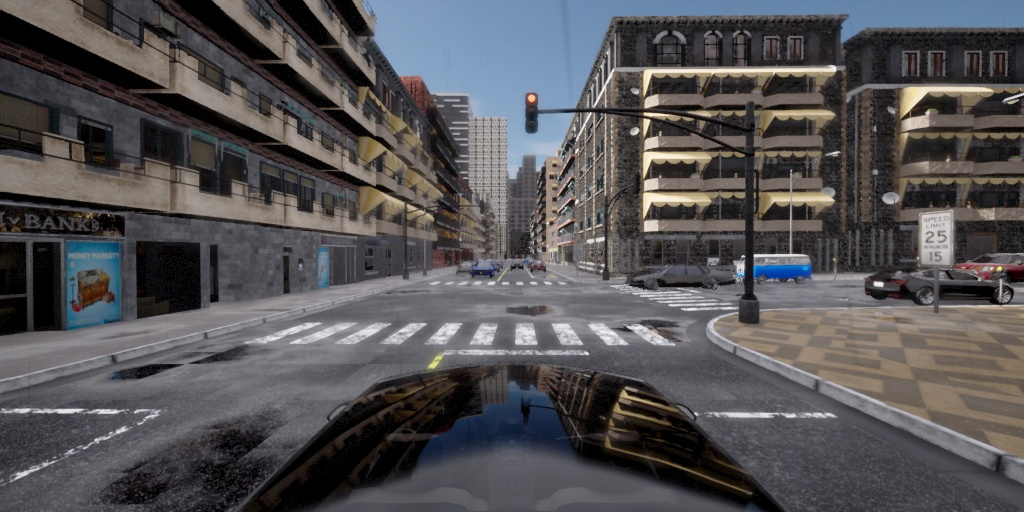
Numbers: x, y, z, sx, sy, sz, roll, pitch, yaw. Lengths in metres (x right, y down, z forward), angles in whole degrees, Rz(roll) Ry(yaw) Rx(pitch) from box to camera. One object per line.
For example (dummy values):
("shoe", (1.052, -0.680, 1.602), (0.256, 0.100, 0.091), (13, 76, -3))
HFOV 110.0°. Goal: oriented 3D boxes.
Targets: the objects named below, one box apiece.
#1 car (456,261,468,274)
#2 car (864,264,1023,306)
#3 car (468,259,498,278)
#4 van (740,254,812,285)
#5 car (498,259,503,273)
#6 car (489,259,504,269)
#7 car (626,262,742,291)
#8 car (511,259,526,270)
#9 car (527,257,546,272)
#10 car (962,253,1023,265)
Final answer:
("car", (-5.187, 1.305, 40.085), (2.007, 1.370, 4.403), (0, 0, 1))
("car", (15.926, 1.077, 13.539), (4.313, 1.339, 1.948), (0, 0, 0))
("car", (-2.676, 1.230, 34.113), (1.882, 1.535, 5.008), (0, 0, 1))
("van", (15.919, 0.782, 21.920), (3.998, 1.789, 1.690), (0, 0, 0))
("car", (-2.532, 1.321, 44.069), (1.994, 1.385, 4.181), (0, 0, 2))
("car", (-2.364, 1.255, 56.366), (2.128, 1.511, 4.902), (0, 0, 1))
("car", (9.117, 1.129, 19.667), (5.357, 1.411, 2.033), (-1, 0, 5))
("car", (0.794, 1.364, 54.273), (1.895, 1.301, 4.718), (0, 0, 1))
("car", (3.265, 1.198, 45.496), (1.967, 1.591, 4.097), (0, 0, 1))
("car", (26.374, 0.650, 19.329), (4.553, 1.767, 2.097), (-1, 0, 0))
